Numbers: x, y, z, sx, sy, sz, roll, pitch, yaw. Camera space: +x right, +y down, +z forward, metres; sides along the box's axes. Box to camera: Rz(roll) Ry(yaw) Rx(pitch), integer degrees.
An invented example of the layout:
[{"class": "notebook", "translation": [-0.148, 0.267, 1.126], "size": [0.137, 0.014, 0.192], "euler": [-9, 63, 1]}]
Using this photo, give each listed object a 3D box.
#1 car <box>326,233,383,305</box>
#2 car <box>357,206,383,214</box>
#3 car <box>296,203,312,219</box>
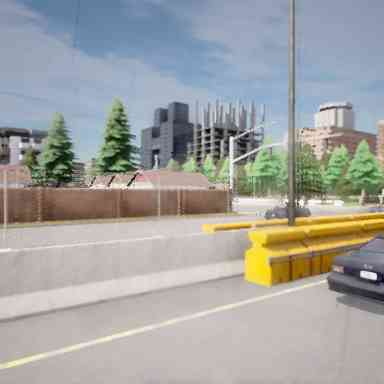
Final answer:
[{"class": "car", "translation": [5.245, 1.559, 7.490], "size": [5.357, 1.411, 2.033], "euler": [0, 0, -35]}, {"class": "car", "translation": [11.903, 1.620, 20.959], "size": [5.357, 1.411, 2.033], "euler": [0, 0, -36]}, {"class": "car", "translation": [7.745, 1.594, 26.611], "size": [4.181, 1.385, 1.994], "euler": [0, 0, -39]}]
